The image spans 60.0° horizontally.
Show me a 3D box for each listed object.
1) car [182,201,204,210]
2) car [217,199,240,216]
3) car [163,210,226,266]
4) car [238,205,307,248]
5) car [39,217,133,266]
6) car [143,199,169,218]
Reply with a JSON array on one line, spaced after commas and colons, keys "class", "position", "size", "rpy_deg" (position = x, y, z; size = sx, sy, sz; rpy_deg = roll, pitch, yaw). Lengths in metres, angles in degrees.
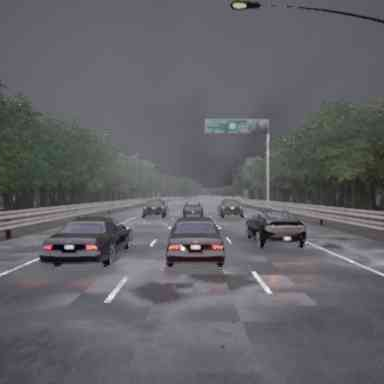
[{"class": "car", "position": [0.097, 1.611, 32.109], "size": [2.128, 1.511, 4.902], "rpy_deg": [0, 0, 0]}, {"class": "car", "position": [3.597, 1.471, 31.862], "size": [2.097, 1.767, 4.553], "rpy_deg": [0, 0, 0]}, {"class": "car", "position": [0.099, 1.587, 11.726], "size": [2.033, 1.411, 5.357], "rpy_deg": [0, 0, 0]}, {"class": "car", "position": [3.598, 1.543, 14.961], "size": [2.128, 1.511, 4.902], "rpy_deg": [0, 0, 0]}, {"class": "car", "position": [-3.402, 1.587, 11.720], "size": [2.033, 1.411, 5.357], "rpy_deg": [0, 0, 0]}, {"class": "car", "position": [-3.403, 1.470, 31.855], "size": [2.097, 1.767, 4.553], "rpy_deg": [0, 0, 0]}]
